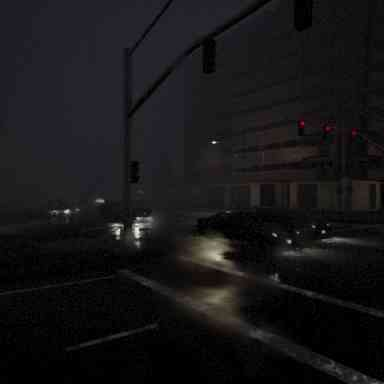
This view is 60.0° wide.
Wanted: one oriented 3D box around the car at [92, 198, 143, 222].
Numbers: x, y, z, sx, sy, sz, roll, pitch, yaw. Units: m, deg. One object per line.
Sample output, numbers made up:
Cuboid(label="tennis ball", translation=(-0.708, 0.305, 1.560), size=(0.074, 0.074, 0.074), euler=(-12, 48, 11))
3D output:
Cuboid(label="car", translation=(-6.208, 1.533, 27.195), size=(1.882, 1.535, 5.008), euler=(0, 0, -35))

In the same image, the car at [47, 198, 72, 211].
Cuboid(label="car", translation=(-17.447, 1.562, 43.043), size=(1.837, 1.490, 4.892), euler=(0, 0, -35))

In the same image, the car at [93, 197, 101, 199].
Cuboid(label="car", translation=(-17.988, 1.581, 62.237), size=(1.812, 1.442, 4.674), euler=(0, 0, -34))

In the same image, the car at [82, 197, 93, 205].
Cuboid(label="car", translation=(-19.939, 1.547, 58.931), size=(2.128, 1.511, 4.902), euler=(0, 0, -35))

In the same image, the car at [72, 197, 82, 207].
Cuboid(label="car", translation=(-18.843, 1.581, 51.139), size=(1.812, 1.442, 4.674), euler=(0, 0, -35))

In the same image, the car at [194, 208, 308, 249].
Cuboid(label="car", translation=(2.280, 1.586, 15.251), size=(2.033, 1.411, 5.357), euler=(0, 0, -36))

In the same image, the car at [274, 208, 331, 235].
Cuboid(label="car", translation=(4.716, 1.592, 18.323), size=(2.033, 1.411, 5.357), euler=(0, 0, -40))

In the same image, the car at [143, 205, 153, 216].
Cuboid(label="car", translation=(-5.859, 1.603, 32.744), size=(2.033, 1.411, 5.357), euler=(0, 0, -35))

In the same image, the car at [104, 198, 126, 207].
Cuboid(label="car", translation=(-12.714, 1.656, 54.812), size=(1.895, 1.301, 4.718), euler=(0, 0, -36))
